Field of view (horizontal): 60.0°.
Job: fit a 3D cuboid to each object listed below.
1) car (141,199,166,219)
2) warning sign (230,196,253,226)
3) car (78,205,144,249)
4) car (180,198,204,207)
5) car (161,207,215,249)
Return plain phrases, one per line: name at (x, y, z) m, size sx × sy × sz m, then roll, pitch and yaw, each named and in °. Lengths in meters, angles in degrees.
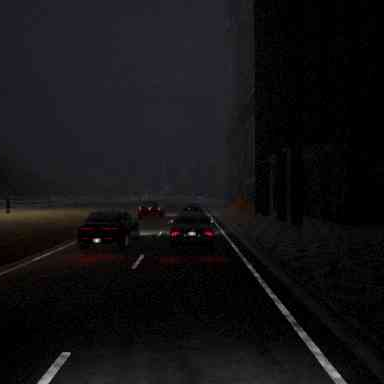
car at (-3.500, 1.439, 29.623) m, size 2.097 × 1.767 × 4.553 m, roll 0°, pitch 0°, yaw 0°
warning sign at (3.047, 1.153, 20.604) m, size 1.300 × 1.860 × 1.060 m, roll 0°, pitch 0°, yaw 0°
car at (-3.500, 1.537, 14.651) m, size 1.837 × 1.490 × 4.892 m, roll 0°, pitch 0°, yaw 0°
car at (0.000, 1.590, 29.652) m, size 1.837 × 1.490 × 4.892 m, roll 0°, pitch 0°, yaw 0°
car at (-0.001, 1.584, 14.651) m, size 2.033 × 1.411 × 5.357 m, roll 0°, pitch 0°, yaw 0°
